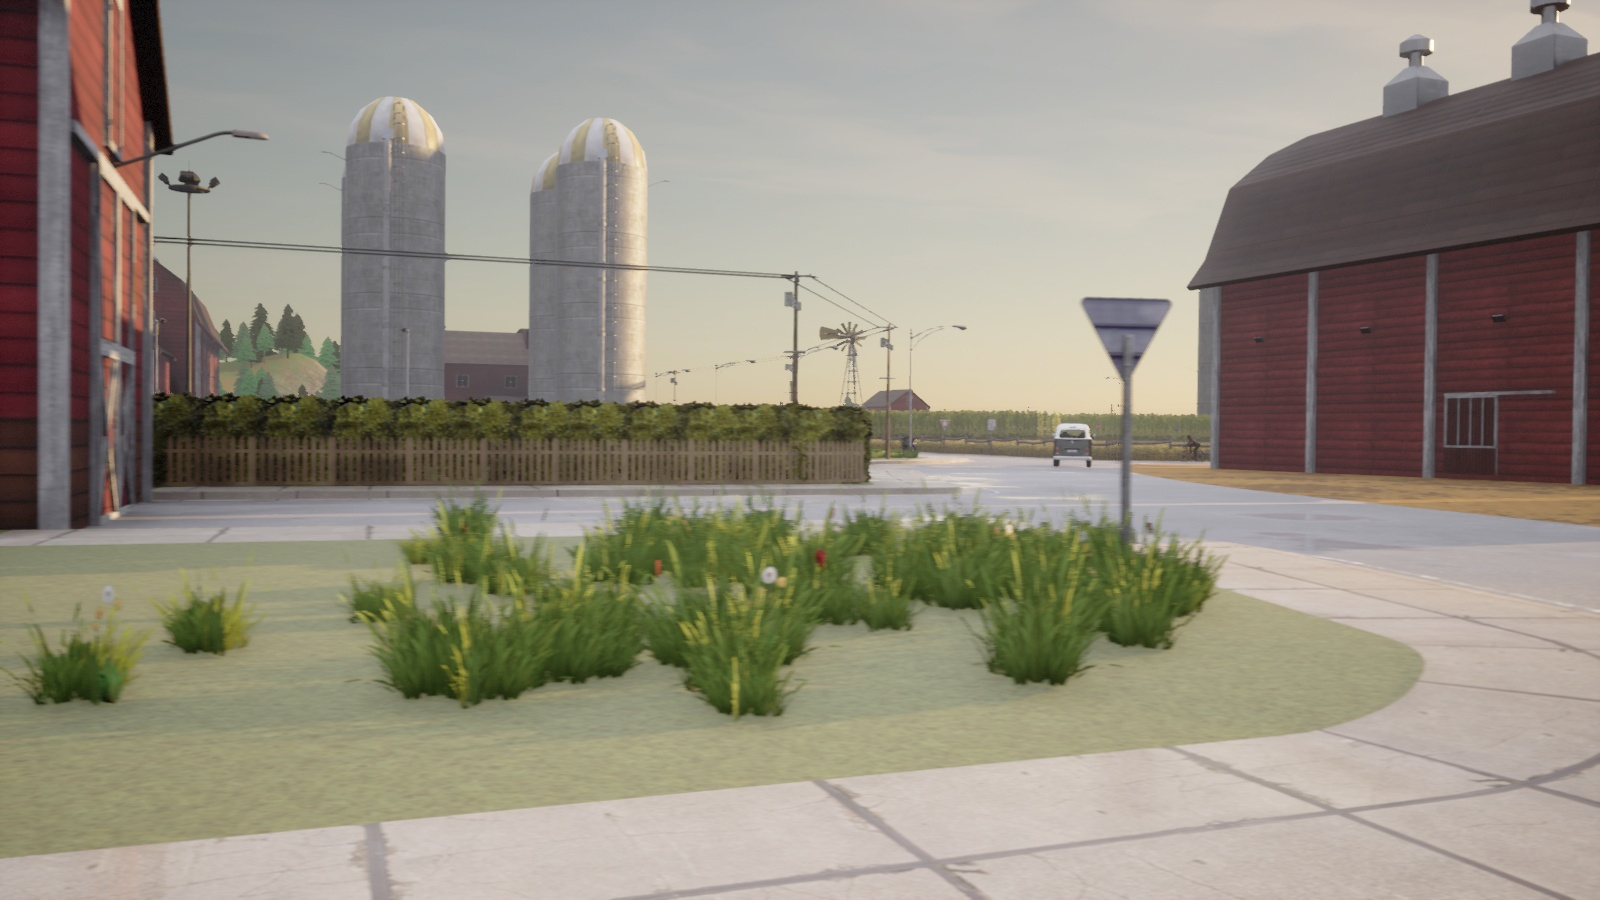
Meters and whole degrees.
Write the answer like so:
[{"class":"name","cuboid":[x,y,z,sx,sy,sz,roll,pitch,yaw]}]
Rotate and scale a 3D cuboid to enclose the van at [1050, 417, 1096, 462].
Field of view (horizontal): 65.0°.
[{"class":"van","cuboid":[13.019,-0.511,59.760,2.069,2.038,4.480,0,1,13]}]
